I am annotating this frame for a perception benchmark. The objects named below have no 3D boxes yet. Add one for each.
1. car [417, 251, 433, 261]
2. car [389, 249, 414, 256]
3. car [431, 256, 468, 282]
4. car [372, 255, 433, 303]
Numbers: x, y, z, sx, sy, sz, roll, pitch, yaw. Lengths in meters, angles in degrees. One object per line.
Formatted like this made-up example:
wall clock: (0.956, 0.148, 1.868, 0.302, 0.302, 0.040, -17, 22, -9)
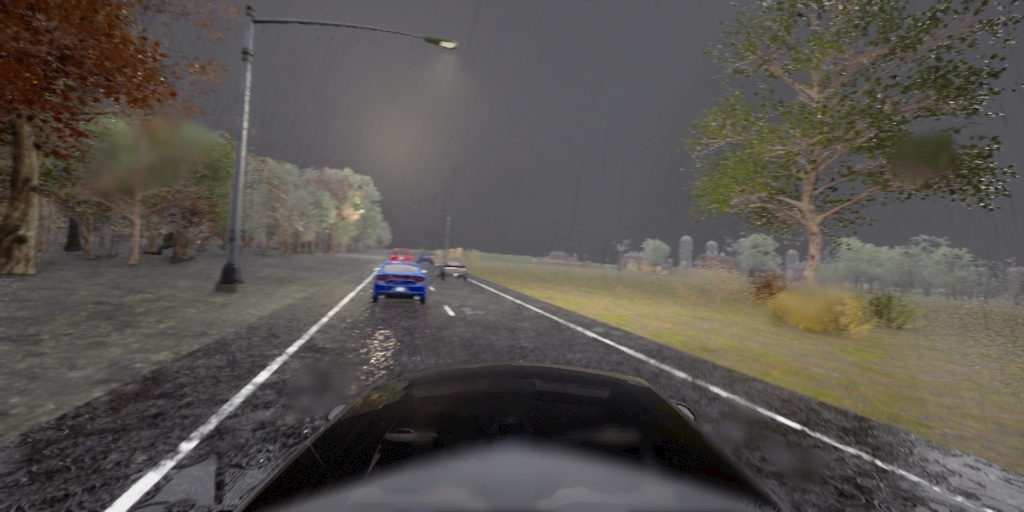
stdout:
car: (-13.405, 0.182, 55.328, 2.150, 2.045, 5.566, 4, 0, -17)
car: (-11.288, 0.281, 36.592, 2.150, 2.045, 5.566, 4, 0, -17)
car: (-4.445, 1.003, 26.174, 2.128, 1.511, 4.902, 4, 0, -17)
car: (-4.578, 0.945, 14.751, 1.882, 1.535, 5.008, 4, 0, -17)
